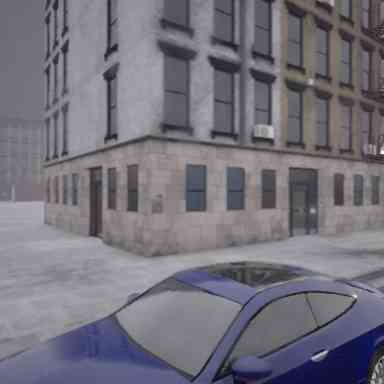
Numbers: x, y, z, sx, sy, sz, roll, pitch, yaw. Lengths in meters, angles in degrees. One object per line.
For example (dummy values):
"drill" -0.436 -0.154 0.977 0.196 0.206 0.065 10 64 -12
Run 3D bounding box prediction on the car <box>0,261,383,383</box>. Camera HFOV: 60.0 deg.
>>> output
"car" 0.330 1.519 3.290 4.674 1.442 1.812 0 0 -35
